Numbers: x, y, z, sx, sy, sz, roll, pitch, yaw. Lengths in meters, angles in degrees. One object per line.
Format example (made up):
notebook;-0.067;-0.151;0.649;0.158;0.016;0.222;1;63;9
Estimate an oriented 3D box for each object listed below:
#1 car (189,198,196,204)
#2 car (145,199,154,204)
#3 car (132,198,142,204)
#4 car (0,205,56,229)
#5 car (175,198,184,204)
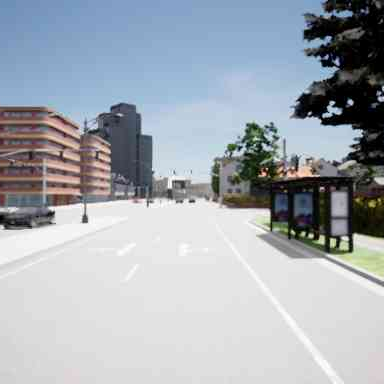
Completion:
car;0.007;2.463;91.011;1.882;1.535;5.008;0;-1;0
car;-11.493;2.523;90.243;2.033;1.411;5.357;0;-1;0
car;-14.993;2.339;90.275;2.097;1.767;4.553;0;-1;0
car;-11.516;1.740;23.908;1.882;1.535;5.008;0;-1;0
car;-3.493;2.503;90.594;2.128;1.511;4.902;0;-1;0
